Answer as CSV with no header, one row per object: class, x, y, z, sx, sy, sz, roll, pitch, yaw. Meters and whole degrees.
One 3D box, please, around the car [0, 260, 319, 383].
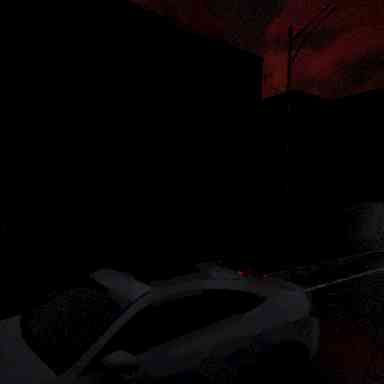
car,-0.584,1.528,3.378,4.674,1.442,1.812,0,0,-36
